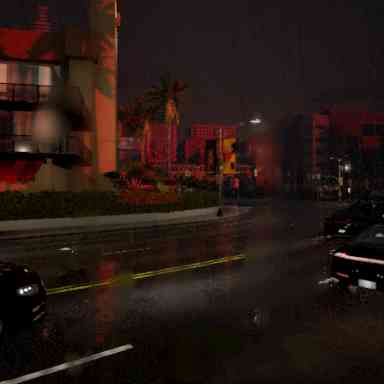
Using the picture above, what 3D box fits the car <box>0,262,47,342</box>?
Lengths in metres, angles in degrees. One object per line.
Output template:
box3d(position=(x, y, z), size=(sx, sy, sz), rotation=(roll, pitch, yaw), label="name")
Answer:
box3d(position=(-4.628, 1.486, 4.442), size=(4.902, 1.511, 2.128), rotation=(0, 0, -34), label="car")

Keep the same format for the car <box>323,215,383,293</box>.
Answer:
box3d(position=(5.056, 1.488, 7.752), size=(4.902, 1.511, 2.128), rotation=(0, 0, -41), label="car")

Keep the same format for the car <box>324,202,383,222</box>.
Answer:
box3d(position=(7.880, 1.471, 15.734), size=(1.882, 1.535, 5.008), rotation=(0, 1, 41), label="car")

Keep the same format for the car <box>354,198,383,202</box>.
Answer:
box3d(position=(16.584, 1.477, 32.393), size=(2.128, 1.511, 4.902), rotation=(0, 0, 16), label="car")
